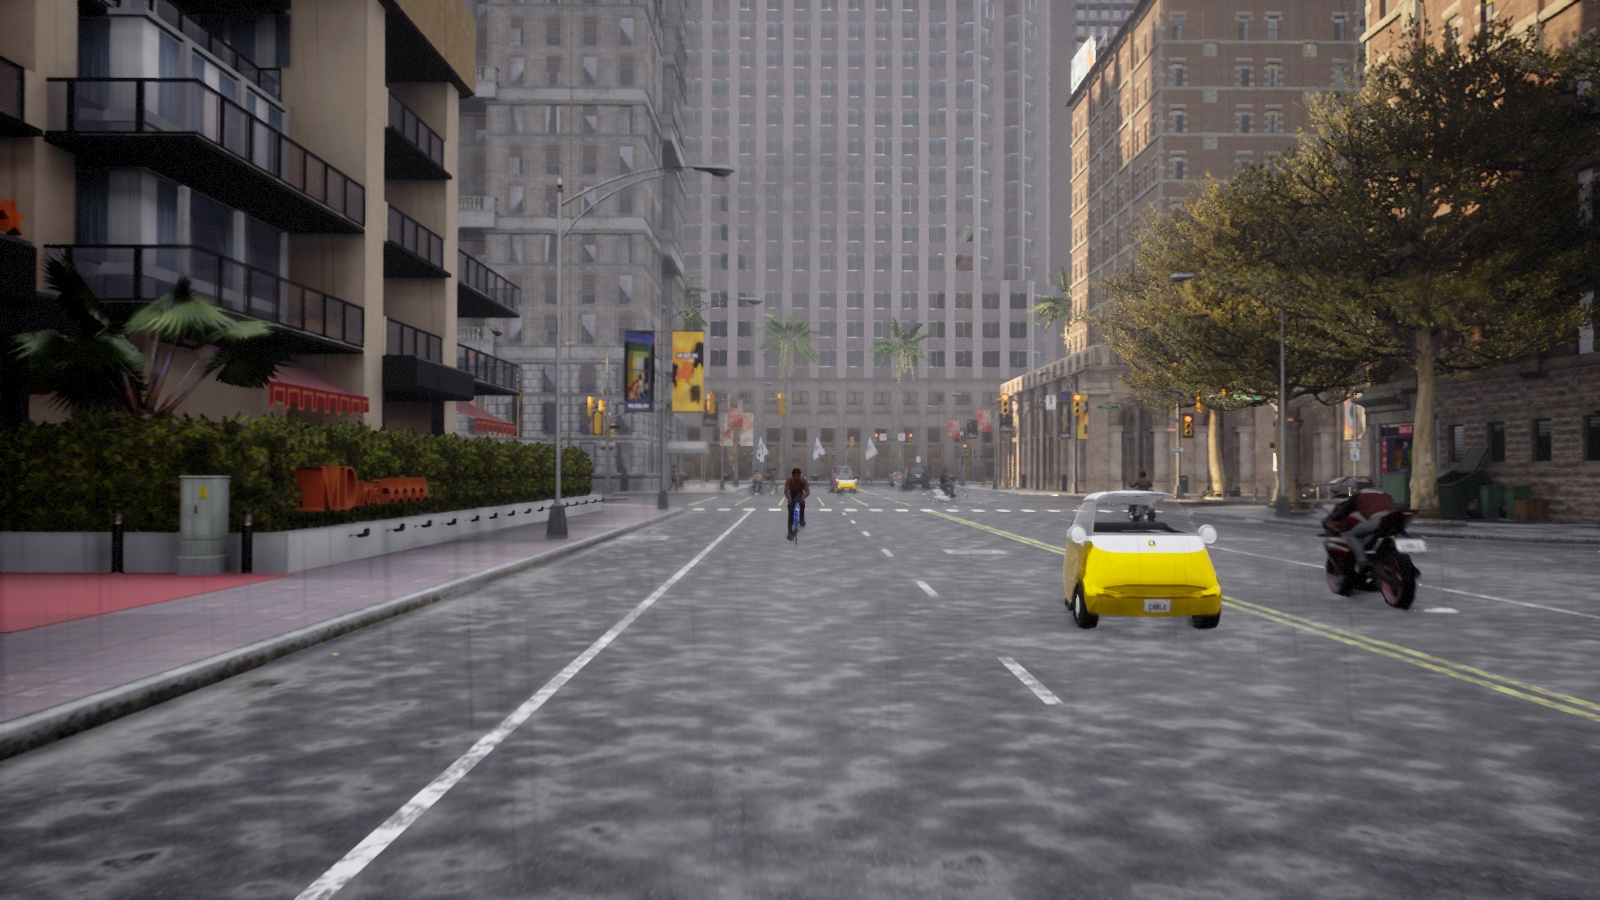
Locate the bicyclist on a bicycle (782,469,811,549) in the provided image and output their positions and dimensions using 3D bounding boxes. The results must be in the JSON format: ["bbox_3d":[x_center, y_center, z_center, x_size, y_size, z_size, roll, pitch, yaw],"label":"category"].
[{"bbox_3d":[-0.065,1.210,26.418,0.582,1.620,1.656,0,-1,0],"label":"bicyclist on a bicycle"}]

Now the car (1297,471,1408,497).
[{"bbox_3d":[30.983,1.919,70.520,5.357,1.411,2.033,0,-1,1],"label":"car"}]

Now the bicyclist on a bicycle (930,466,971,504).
[{"bbox_3d":[7.105,1.648,59.195,1.843,1.776,0.659,0,-1,0],"label":"bicyclist on a bicycle"}]

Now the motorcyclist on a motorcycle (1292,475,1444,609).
[{"bbox_3d":[6.960,1.081,15.532,0.866,1.530,2.191,0,-1,0],"label":"motorcyclist on a motorcycle"}]

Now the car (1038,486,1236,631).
[{"bbox_3d":[3.467,1.077,13.243,1.481,1.376,2.207,0,-1,0],"label":"car"}]

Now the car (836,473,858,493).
[{"bbox_3d":[3.282,2.339,88.540,1.481,1.376,2.207,0,-1,0],"label":"car"}]

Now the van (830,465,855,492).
[{"bbox_3d":[3.257,2.184,97.309,1.775,1.987,4.442,0,-1,0],"label":"van"}]
